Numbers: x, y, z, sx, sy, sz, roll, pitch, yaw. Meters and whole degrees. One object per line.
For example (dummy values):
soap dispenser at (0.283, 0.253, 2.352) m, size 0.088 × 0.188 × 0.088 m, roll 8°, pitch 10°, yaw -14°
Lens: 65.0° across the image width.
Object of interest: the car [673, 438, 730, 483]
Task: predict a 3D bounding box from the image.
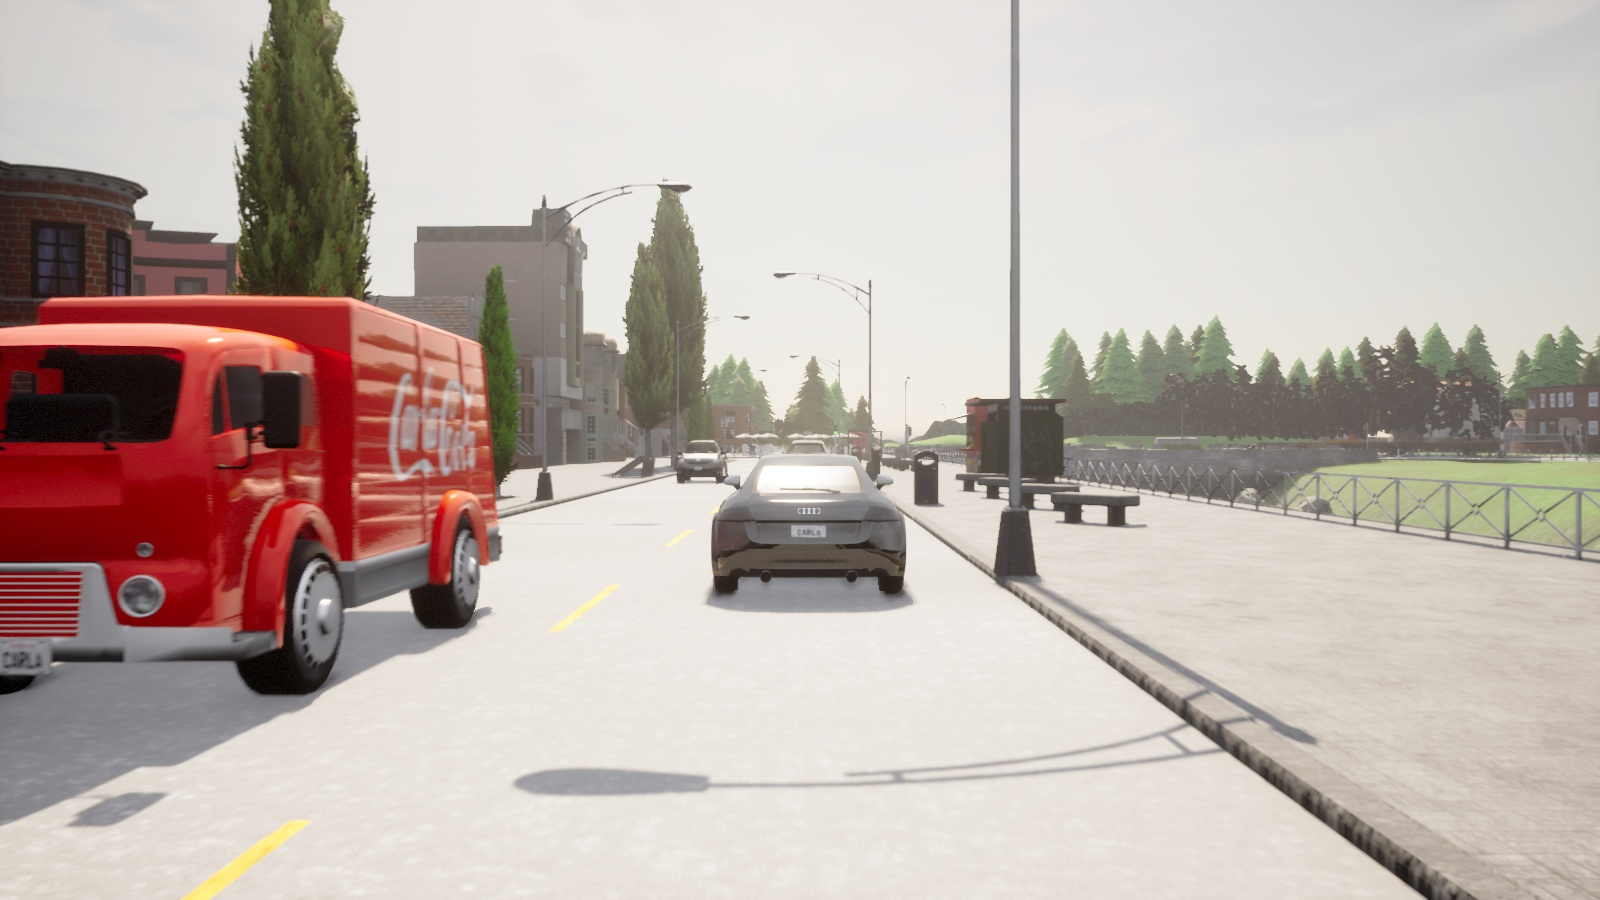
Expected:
car at (-3.719, 0.372, 47.871) m, size 1.851 × 1.617 × 3.988 m, roll 0°, pitch 0°, yaw 0°

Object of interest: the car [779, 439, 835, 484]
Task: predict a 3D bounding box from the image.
car at (0.282, 0.405, 48.262) m, size 2.033 × 1.649 × 4.856 m, roll 0°, pitch 0°, yaw 0°

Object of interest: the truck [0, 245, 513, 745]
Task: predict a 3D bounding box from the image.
truck at (-3.935, 0.207, 8.804) m, size 2.627 × 2.467 × 5.204 m, roll 0°, pitch 0°, yaw 0°

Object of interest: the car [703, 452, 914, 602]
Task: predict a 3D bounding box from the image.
car at (0.093, 0.732, 13.966) m, size 1.994 × 1.385 × 4.181 m, roll 0°, pitch 0°, yaw 0°
